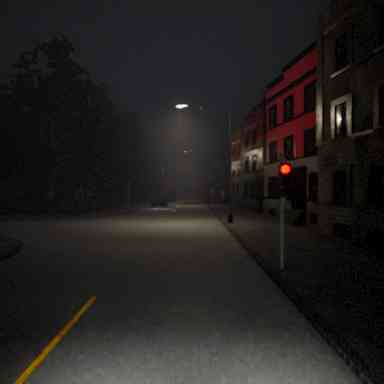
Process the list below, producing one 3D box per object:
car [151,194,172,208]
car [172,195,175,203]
[{"bbox_3d":[-4.055,1.290,42.509,2.033,1.411,5.357,0,0,0],"label":"car"},{"bbox_3d":[-4.006,1.167,59.153,1.812,1.442,4.674,0,0,1],"label":"car"}]
